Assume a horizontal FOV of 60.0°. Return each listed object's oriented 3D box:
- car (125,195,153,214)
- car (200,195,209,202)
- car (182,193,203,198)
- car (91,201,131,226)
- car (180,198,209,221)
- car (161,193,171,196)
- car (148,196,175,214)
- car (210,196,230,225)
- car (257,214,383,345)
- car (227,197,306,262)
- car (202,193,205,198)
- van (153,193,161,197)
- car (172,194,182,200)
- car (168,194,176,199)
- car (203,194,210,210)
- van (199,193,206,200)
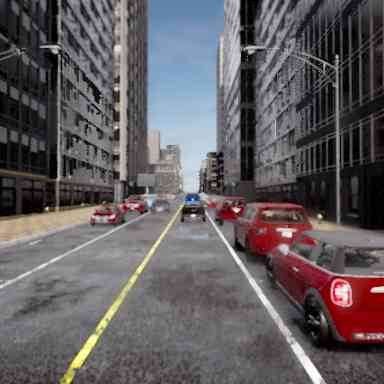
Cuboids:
[{"bbox_3d":[-5.669,1.250,34.122,2.192,1.841,5.009,1,0,0],"label":"car"},{"bbox_3d":[2.710,1.390,73.437,1.752,1.417,4.829,1,0,0],"label":"car"},{"bbox_3d":[0.104,1.132,46.476,2.150,2.045,5.566,0,0,0],"label":"car"},{"bbox_3d":[-5.675,1.538,22.973,1.802,1.307,4.206,1,0,0],"label":"car"},{"bbox_3d":[0.103,1.453,26.532,1.837,1.490,4.892,0,0,0],"label":"car"},{"bbox_3d":[-5.634,1.199,61.998,2.192,1.841,5.009,1,0,0],"label":"car"},{"bbox_3d":[-3.092,1.460,34.117,1.812,1.442,4.674,0,0,0],"label":"car"},{"bbox_3d":[2.710,1.270,23.072,2.192,1.841,5.009,1,0,0],"label":"car"},{"bbox_3d":[2.707,1.427,6.339,1.967,1.590,4.097,1,0,0],"label":"car"},{"bbox_3d":[2.709,1.292,11.917,2.192,1.841,5.009,1,0,0],"label":"car"},{"bbox_3d":[2.710,1.354,45.380,1.967,1.590,4.097,1,0,0],"label":"car"},{"bbox_3d":[-5.678,1.255,45.273,1.690,1.788,3.998,1,0,0],"label":"van"},{"bbox_3d":[-2.995,1.155,75.312,2.033,1.411,5.357,0,0,0],"label":"car"},{"bbox_3d":[-5.634,1.268,95.450,1.967,1.590,4.097,1,0,0],"label":"car"},{"bbox_3d":[2.709,1.364,39.803,1.967,1.590,4.097,1,0,0],"label":"car"},{"bbox_3d":[2.715,1.187,84.421,1.690,1.788,3.998,1,0,0],"label":"van"}]
